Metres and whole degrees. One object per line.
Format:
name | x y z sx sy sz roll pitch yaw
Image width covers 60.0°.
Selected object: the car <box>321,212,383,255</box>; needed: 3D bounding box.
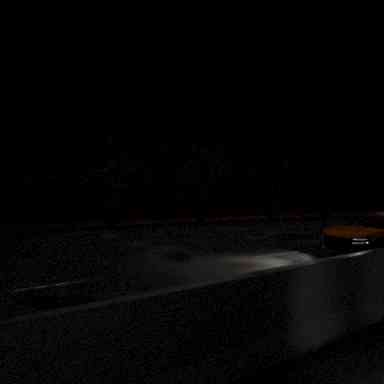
car | 6.852 1.462 11.879 5.008 1.535 1.882 0 0 -27
